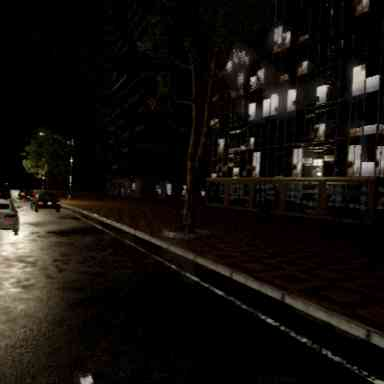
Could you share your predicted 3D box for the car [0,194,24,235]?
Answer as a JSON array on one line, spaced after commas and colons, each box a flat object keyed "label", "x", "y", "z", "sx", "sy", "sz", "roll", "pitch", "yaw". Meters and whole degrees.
[{"label": "car", "x": -8.577, "y": 1.008, "z": 14.550, "sx": 1.812, "sy": 1.442, "sz": 4.674, "roll": 3, "pitch": 0, "yaw": -29}]

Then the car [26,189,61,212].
[{"label": "car", "x": -11.786, "y": 0.802, "z": 26.736, "sx": 2.033, "sy": 1.411, "sz": 5.357, "roll": 3, "pitch": 0, "yaw": -31}]

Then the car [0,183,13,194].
[{"label": "car", "x": -17.910, "y": 0.148, "z": 30.675, "sx": 2.150, "sy": 2.045, "sz": 5.566, "roll": 3, "pitch": 0, "yaw": -31}]

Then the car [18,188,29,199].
[{"label": "car", "x": -19.907, "y": 0.303, "z": 40.164, "sx": 1.812, "sy": 1.442, "sz": 4.674, "roll": 3, "pitch": 0, "yaw": -31}]
